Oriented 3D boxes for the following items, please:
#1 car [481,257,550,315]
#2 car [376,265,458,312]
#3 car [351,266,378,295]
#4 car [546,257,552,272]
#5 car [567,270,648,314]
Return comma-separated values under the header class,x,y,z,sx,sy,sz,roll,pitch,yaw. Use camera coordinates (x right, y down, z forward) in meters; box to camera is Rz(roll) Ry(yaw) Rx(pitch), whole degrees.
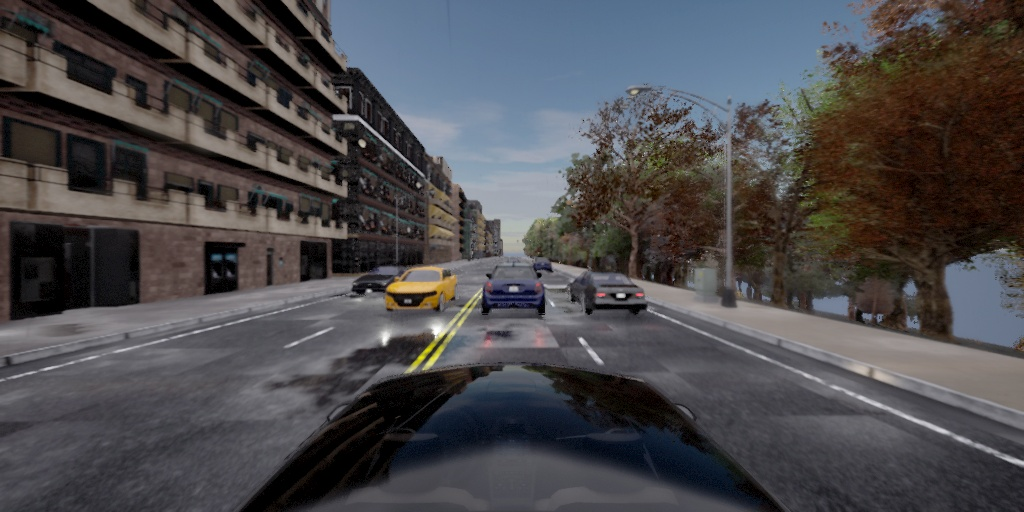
class,x,y,z,sx,sy,sz,roll,pitch,yaw
car,0.065,1.041,13.417,2.097,1.767,4.553,0,0,0
car,-3.325,1.165,13.989,1.882,1.535,5.008,0,0,0
car,-6.541,1.209,19.079,2.033,1.411,5.357,0,0,1
car,3.354,0.902,41.394,2.097,1.767,4.553,0,0,0
car,3.318,1.238,13.397,2.033,1.411,5.357,0,0,0
